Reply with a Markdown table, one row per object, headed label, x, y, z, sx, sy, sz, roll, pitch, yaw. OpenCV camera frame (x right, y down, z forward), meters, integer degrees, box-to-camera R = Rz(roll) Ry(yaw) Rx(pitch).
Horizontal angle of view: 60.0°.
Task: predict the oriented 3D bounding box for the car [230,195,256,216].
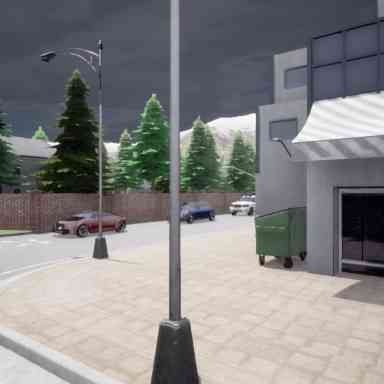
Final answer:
| label | x | y | z | sx | sy | sz | roll | pitch | yaw |
| --- | --- | --- | --- | --- | --- | --- | --- | --- | --- |
| car | 6.137 | 1.398 | 35.409 | 2.150 | 2.045 | 5.566 | 0 | 0 | 36 |

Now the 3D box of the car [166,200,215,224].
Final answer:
| label | x | y | z | sx | sy | sz | roll | pitch | yaw |
| --- | --- | --- | --- | --- | --- | --- | --- | --- | --- |
| car | -0.040 | 1.528 | 27.085 | 2.097 | 1.767 | 4.553 | 0 | 0 | 37 |

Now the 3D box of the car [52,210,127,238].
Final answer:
| label | x | y | z | sx | sy | sz | roll | pitch | yaw |
| --- | --- | --- | --- | --- | --- | --- | --- | --- | --- |
| car | -5.827 | 1.740 | 19.270 | 1.994 | 1.385 | 4.181 | 0 | 0 | 37 |
